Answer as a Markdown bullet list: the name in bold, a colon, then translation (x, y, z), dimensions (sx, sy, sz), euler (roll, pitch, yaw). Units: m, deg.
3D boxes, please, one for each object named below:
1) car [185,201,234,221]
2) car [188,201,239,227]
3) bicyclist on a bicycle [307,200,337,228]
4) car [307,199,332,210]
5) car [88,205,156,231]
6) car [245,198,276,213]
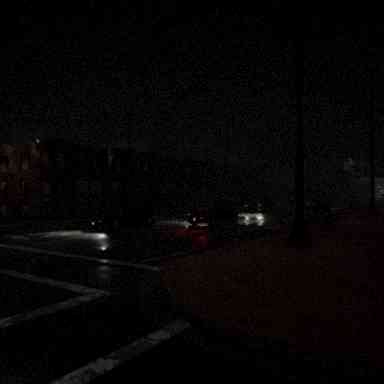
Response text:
- **car**: translation (1.663, 1.597, 29.783), dimensions (1.882, 1.535, 5.008), euler (-1, -1, 37)
- **car**: translation (1.551, 1.600, 23.541), dimensions (1.812, 1.442, 4.674), euler (-1, -1, 37)
- **bicyclist on a bicycle**: translation (7.505, 1.289, 19.277), dimensions (1.656, 1.620, 0.582), euler (-1, -1, 37)
- **car**: translation (16.895, 1.623, 43.983), dimensions (2.033, 1.411, 5.357), euler (-1, -1, 37)
- **car**: translation (-4.421, 1.624, 21.681), dimensions (1.837, 1.490, 4.892), euler (-1, 0, 37)
- **car**: translation (7.817, 1.471, 37.968), dimensions (2.097, 1.767, 4.553), euler (-1, -1, 37)
